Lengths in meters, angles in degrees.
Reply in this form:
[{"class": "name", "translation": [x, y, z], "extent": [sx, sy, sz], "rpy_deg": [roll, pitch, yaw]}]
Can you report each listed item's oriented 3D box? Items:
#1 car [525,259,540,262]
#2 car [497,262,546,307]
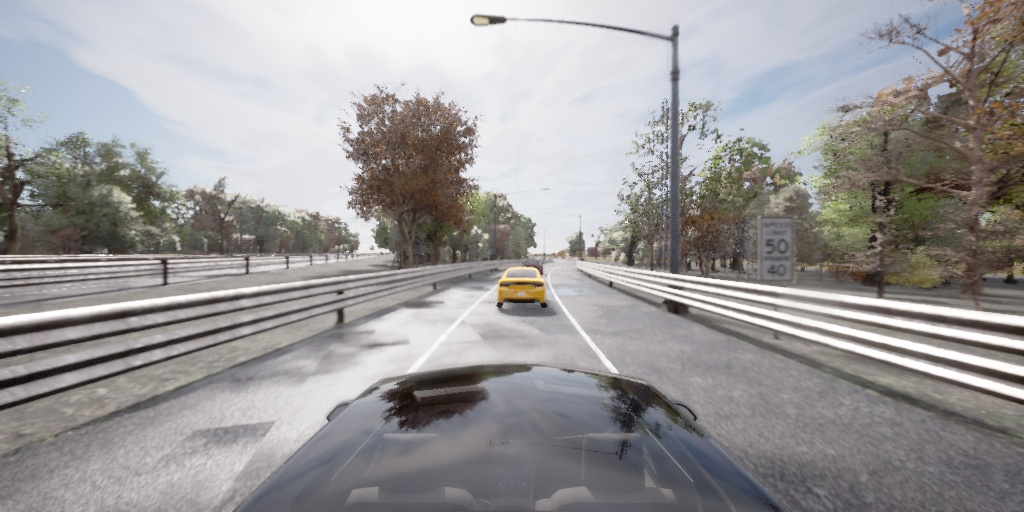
[{"class": "car", "translation": [2.166, 1.065, 37.113], "extent": [2.097, 1.767, 4.553], "rpy_deg": [0, 0, 6]}, {"class": "car", "translation": [0.446, 1.213, 15.421], "extent": [1.882, 1.535, 5.008], "rpy_deg": [0, 0, 3]}]
